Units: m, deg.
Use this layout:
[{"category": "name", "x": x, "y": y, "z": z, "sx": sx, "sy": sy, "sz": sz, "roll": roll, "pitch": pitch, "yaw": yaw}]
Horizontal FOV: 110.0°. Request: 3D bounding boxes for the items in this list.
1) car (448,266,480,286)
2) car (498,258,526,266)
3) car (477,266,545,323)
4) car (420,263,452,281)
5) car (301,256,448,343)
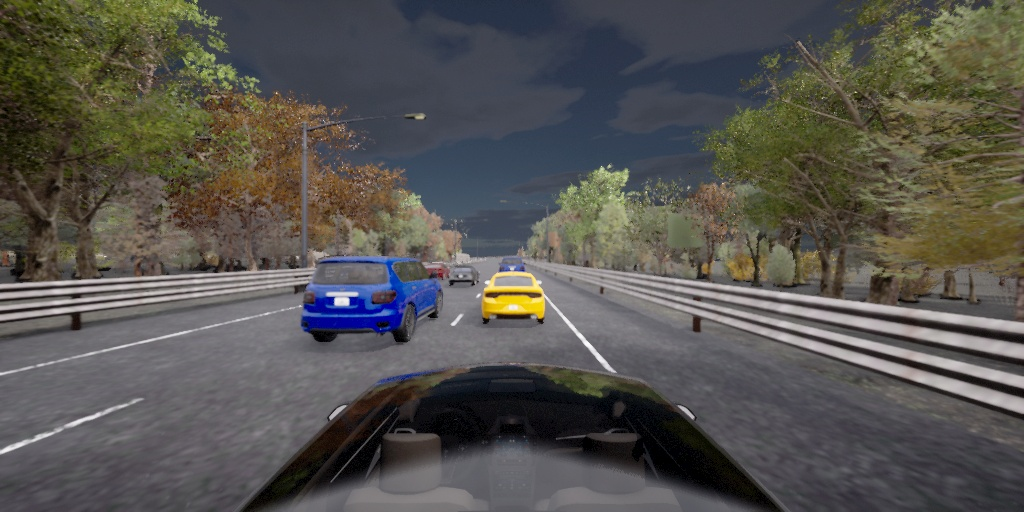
[{"category": "car", "x": -3.501, "y": 1.456, "z": 27.075, "sx": 2.033, "sy": 1.411, "sz": 5.357, "roll": 0, "pitch": 0, "yaw": 0}, {"category": "car", "x": 0.004, "y": 1.154, "z": 31.099, "sx": 2.150, "sy": 2.045, "sz": 5.566, "roll": 0, "pitch": 0, "yaw": 0}, {"category": "car", "x": 0.049, "y": 1.296, "z": 12.508, "sx": 1.882, "sy": 1.535, "sz": 5.008, "roll": 0, "pitch": 0, "yaw": 0}, {"category": "car", "x": -7.003, "y": 1.426, "z": 33.574, "sx": 1.882, "sy": 1.535, "sz": 5.008, "roll": 0, "pitch": 0, "yaw": 0}, {"category": "car", "x": -3.460, "y": 1.027, "z": 10.012, "sx": 2.150, "sy": 2.045, "sz": 5.566, "roll": 0, "pitch": 0, "yaw": 0}]
